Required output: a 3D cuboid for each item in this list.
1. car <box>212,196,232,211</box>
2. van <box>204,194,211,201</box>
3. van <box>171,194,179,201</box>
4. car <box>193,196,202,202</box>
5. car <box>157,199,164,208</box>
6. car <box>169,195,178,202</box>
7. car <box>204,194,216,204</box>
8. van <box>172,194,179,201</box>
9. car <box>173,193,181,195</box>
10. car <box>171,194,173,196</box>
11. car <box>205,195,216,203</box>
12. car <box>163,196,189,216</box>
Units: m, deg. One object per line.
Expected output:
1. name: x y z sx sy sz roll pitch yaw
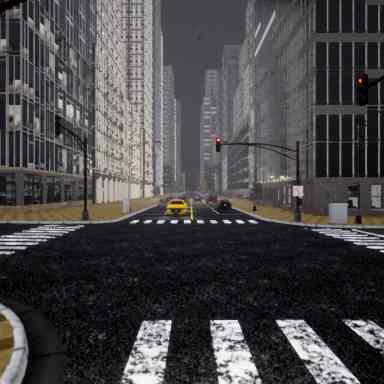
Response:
1. car: 3.942 1.579 41.823 1.947 1.339 4.313 0 0 0
2. van: 3.743 1.320 80.515 1.690 1.788 3.998 0 0 0
3. van: -4.137 1.320 80.484 1.690 1.788 3.998 0 0 0
4. car: 1.219 1.528 72.936 2.033 1.411 5.357 0 0 0
5. car: -4.009 1.592 47.319 1.802 1.307 4.206 0 0 0
6. car: -4.116 1.426 74.957 1.967 1.590 4.097 0 0 0
7. car: 3.807 1.312 63.931 2.192 1.841 5.009 0 0 0
8. van: -4.158 1.314 86.012 1.690 1.788 3.998 0 0 0
9. car: -1.555 1.359 53.395 2.097 1.767 4.553 0 0 0
10. car: -4.073 1.563 63.901 1.947 1.339 4.313 0 0 0
11. car: 3.786 1.432 69.460 1.967 1.590 4.097 0 0 0
12. car: -1.487 1.494 33.325 1.882 1.535 5.008 0 0 0
